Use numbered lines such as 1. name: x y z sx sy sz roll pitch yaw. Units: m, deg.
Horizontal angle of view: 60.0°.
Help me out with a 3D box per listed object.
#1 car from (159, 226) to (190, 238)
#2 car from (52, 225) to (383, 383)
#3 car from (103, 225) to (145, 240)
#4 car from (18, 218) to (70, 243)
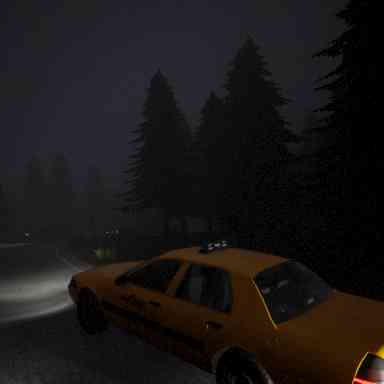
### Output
1. car: -2.326 5.544 46.289 1.882 1.535 5.008 -5 -8 30
2. car: 0.111 1.441 4.761 5.366 1.575 1.801 0 1 43
3. car: -7.450 4.511 36.983 2.033 1.411 5.357 -4 -8 20
4. car: -12.658 3.348 29.120 2.150 2.045 5.566 -4 -8 9
